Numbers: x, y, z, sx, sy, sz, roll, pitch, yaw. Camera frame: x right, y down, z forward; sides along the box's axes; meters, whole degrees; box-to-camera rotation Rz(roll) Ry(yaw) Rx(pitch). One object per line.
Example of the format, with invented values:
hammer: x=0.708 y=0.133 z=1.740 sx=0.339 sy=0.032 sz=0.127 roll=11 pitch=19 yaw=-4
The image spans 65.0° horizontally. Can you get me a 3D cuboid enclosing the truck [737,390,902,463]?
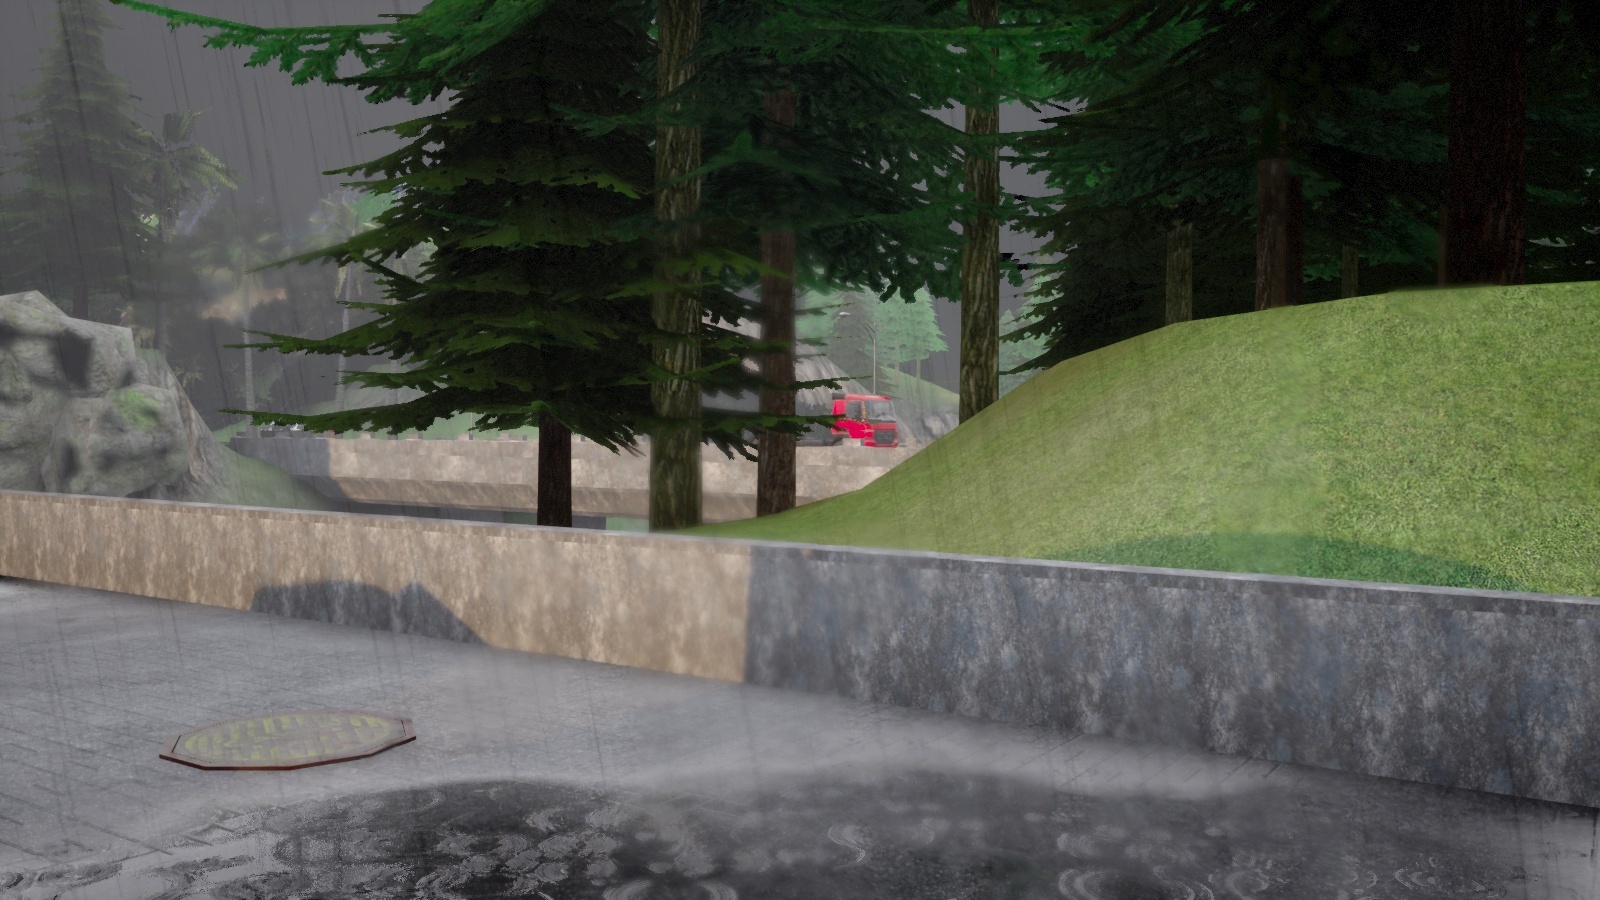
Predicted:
truck: x=0.914 y=-1.119 z=63.032 sx=7.936 sy=3.462 sz=2.891 roll=0 pitch=1 yaw=34
